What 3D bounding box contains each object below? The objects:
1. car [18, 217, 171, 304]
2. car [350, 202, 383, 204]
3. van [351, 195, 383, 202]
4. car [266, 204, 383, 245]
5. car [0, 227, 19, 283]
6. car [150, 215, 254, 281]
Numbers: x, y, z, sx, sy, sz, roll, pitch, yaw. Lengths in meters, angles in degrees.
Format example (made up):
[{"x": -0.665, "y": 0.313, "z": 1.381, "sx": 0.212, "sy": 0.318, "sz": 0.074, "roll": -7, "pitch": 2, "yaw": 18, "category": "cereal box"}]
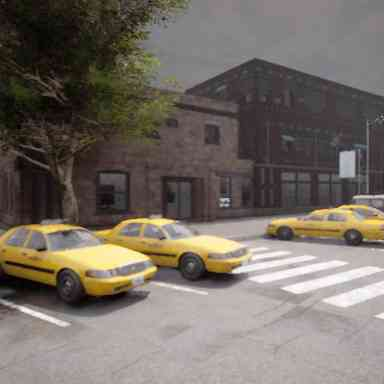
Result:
[{"x": -3.294, "y": 1.481, "z": 8.249, "sx": 5.366, "sy": 1.575, "sz": 1.946, "roll": -1, "pitch": -1, "yaw": 34, "category": "car"}, {"x": 8.738, "y": 1.453, "z": 17.133, "sx": 5.008, "sy": 1.535, "sz": 2.097, "roll": -1, "pitch": -1, "yaw": 34, "category": "car"}, {"x": 11.059, "y": 1.191, "z": 18.949, "sx": 4.442, "sy": 1.987, "sz": 1.878, "roll": -1, "pitch": 0, "yaw": 34, "category": "van"}, {"x": 6.158, "y": 1.483, "z": 15.466, "sx": 5.366, "sy": 1.575, "sz": 1.946, "roll": -1, "pitch": 0, "yaw": 34, "category": "car"}, {"x": -5.893, "y": 1.486, "z": 6.614, "sx": 4.892, "sy": 1.521, "sz": 2.231, "roll": -1, "pitch": -1, "yaw": 34, "category": "car"}, {"x": -0.854, "y": 1.482, "z": 9.997, "sx": 5.366, "sy": 1.575, "sz": 1.946, "roll": -1, "pitch": -1, "yaw": 34, "category": "car"}]
